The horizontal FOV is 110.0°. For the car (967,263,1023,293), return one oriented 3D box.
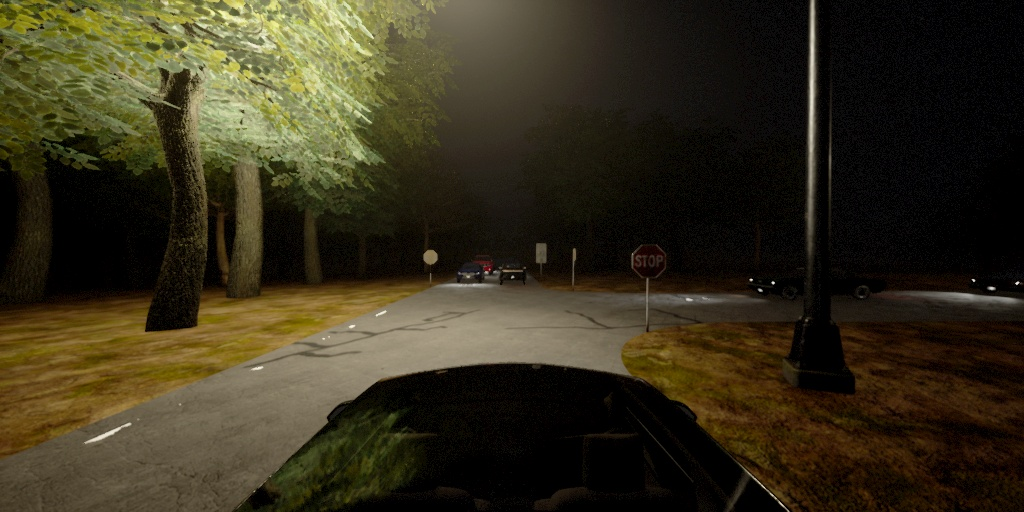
[{"bbox_3d":[23.460,0.984,15.633,5.357,1.411,2.033,-1,1,-2],"label":"car"}]

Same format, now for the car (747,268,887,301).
[{"bbox_3d":[13.113,1.169,15.699,4.718,1.301,1.895,-1,1,1],"label":"car"}]

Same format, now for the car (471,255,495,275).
[{"bbox_3d":[-3.169,0.922,38.760,2.150,2.045,5.566,0,0,0],"label":"car"}]

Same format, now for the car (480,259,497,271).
[{"bbox_3d":[-3.185,1.151,49.482,2.128,1.511,4.902,0,0,0],"label":"car"}]

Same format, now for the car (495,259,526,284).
[{"bbox_3d":[0.047,1.221,26.725,2.128,1.511,4.902,0,0,0],"label":"car"}]

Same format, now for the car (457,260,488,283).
[{"bbox_3d":[-3.153,1.247,28.133,1.812,1.442,4.674,0,0,0],"label":"car"}]
